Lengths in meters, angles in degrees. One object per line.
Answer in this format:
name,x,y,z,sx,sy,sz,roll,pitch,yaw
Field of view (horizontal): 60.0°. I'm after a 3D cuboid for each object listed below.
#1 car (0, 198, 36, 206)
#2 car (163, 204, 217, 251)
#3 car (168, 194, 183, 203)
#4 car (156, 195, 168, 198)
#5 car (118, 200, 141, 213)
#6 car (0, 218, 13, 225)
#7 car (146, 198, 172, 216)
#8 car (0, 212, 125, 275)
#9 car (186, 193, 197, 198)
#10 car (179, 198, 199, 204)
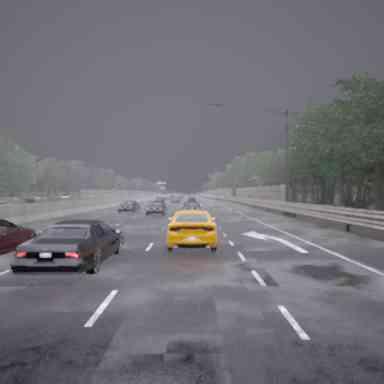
car,-17.588,1.425,33.950,2.097,1.767,4.553,0,0,0
car,-0.003,1.510,14.234,1.882,1.535,5.008,0,0,0
car,-3.519,1.637,73.446,1.994,1.385,4.181,0,0,0
car,-7.019,1.610,73.402,2.128,1.511,4.902,0,0,0
car,-7.010,1.627,37.450,2.033,1.411,5.357,0,0,0
car,-7.003,1.549,11.218,1.812,1.442,4.674,0,0,0
car,-3.509,1.622,33.703,2.033,1.411,5.357,0,0,0
car,-3.503,1.569,10.466,2.033,1.411,5.357,0,0,0
car,-0.019,1.585,73.456,1.837,1.490,4.892,0,0,0
car,-0.009,1.623,33.704,2.033,1.411,5.357,0,0,0
